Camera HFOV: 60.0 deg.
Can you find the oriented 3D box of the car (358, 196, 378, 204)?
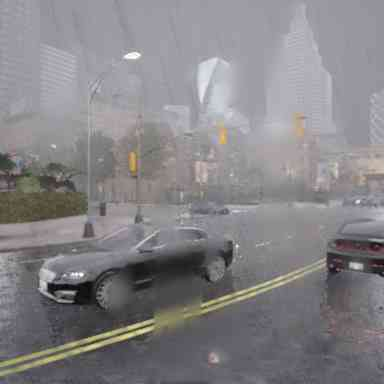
[{"bbox_3d":[35.673,1.518,67.236,4.892,1.521,2.231,0,0,-44],"label":"car"}]

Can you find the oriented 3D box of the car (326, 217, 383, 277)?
[{"bbox_3d":[5.479,1.510,9.746,1.837,1.490,4.892,0,0,41],"label":"car"}]

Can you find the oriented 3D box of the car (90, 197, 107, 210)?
[{"bbox_3d":[-13.376,1.685,43.742,4.718,1.301,1.895,0,0,36],"label":"car"}]

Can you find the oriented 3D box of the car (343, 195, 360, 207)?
[{"bbox_3d":[25.570,1.514,53.315,2.097,1.535,5.008,0,0,36],"label":"car"}]

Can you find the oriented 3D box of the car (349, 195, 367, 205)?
[{"bbox_3d":[29.263,1.389,58.575,2.185,1.767,4.553,0,0,36],"label":"car"}]

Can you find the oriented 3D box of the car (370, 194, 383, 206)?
[{"bbox_3d":[32.116,1.520,57.323,2.128,1.511,4.902,0,0,36],"label":"car"}]

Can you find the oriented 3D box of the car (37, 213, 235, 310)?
[{"bbox_3d":[-1.024,1.505,7.995,4.902,1.511,2.128,0,0,-42],"label":"car"}]

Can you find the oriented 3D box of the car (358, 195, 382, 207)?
[{"bbox_3d":[26.984,1.591,50.342,1.994,1.385,4.181,0,0,36],"label":"car"}]

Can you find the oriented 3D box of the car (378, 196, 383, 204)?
[{"bbox_3d":[38.112,1.556,65.480,2.128,1.511,4.902,0,0,36],"label":"car"}]

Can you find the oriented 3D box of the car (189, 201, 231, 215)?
[{"bbox_3d":[1.696,1.608,32.085,1.994,1.385,4.181,0,0,-44],"label":"car"}]
